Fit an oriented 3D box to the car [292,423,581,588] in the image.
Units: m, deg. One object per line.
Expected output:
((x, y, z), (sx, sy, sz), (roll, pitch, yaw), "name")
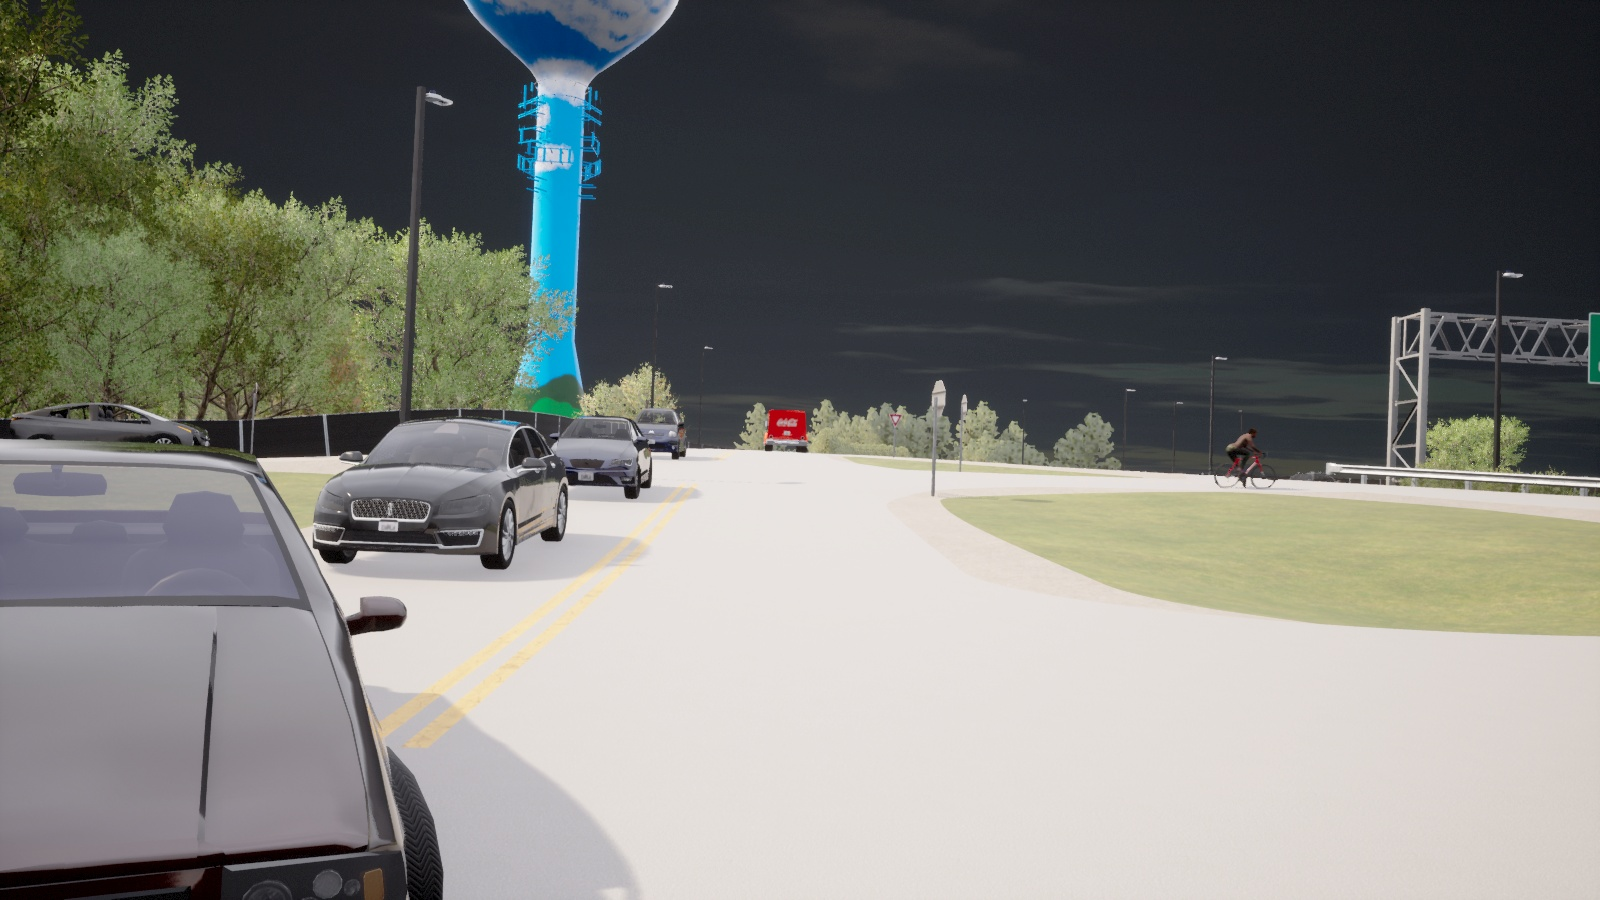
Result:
((-3.829, 0.468, 14.198), (1.837, 1.490, 4.892), (1, 2, 0), "car")

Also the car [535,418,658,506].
((-3.838, 0.155, 24.277), (1.816, 1.474, 4.193), (1, 2, -2), "car")

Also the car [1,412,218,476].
((-17.764, -0.172, 32.538), (4.514, 1.525, 2.007), (-1, 0, -14), "car")

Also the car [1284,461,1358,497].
((29.027, 1.598, 70.145), (1.932, 1.855, 4.605), (2, -1, -3), "car")

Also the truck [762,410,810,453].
((-0.890, -1.091, 75.392), (2.627, 2.467, 5.204), (1, 0, -3), "truck")

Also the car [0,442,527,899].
((-2.553, 0.719, 4.461), (2.033, 1.411, 5.357), (1, 1, -24), "car")

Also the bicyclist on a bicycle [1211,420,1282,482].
((11.819, 0.025, 33.272), (1.656, 1.620, 0.582), (1, 1, 0), "bicyclist on a bicycle")

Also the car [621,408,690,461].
((-4.680, -0.516, 41.172), (1.851, 1.617, 3.988), (1, 1, -1), "car")
